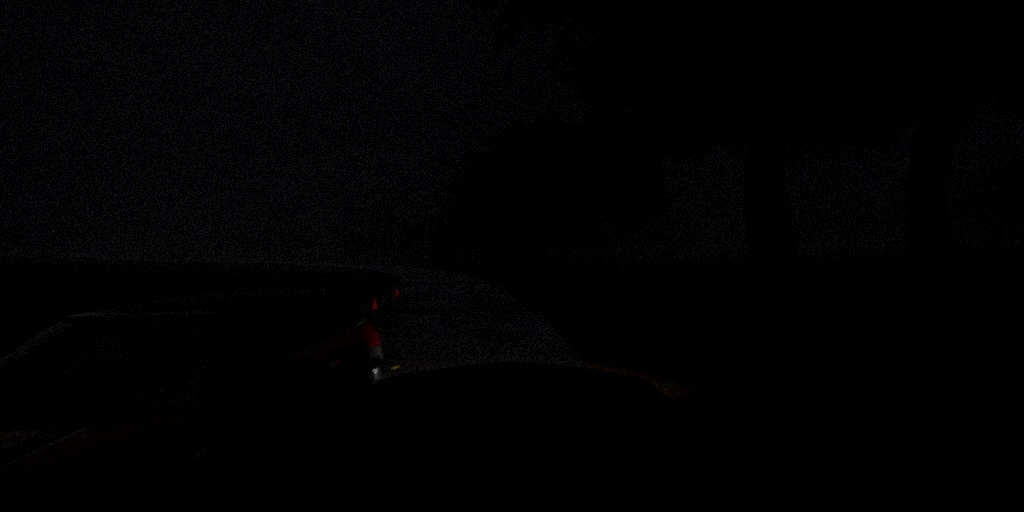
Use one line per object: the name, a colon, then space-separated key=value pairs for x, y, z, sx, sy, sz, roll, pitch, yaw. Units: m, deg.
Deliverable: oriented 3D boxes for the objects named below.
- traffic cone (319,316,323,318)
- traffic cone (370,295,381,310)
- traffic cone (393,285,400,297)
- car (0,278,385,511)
traffic cone: x=-4.987 y=1.814 z=9.377 sx=0.340 sy=0.580 sz=0.340 roll=0 pitch=0 yaw=-4
traffic cone: x=-5.428 y=1.832 z=14.225 sx=0.340 sy=0.580 sz=0.340 roll=0 pitch=0 yaw=-7
traffic cone: x=-6.107 y=1.852 z=19.046 sx=0.340 sy=0.580 sz=0.340 roll=0 pitch=0 yaw=-9
car: x=-2.754 y=1.150 z=2.953 sx=2.097 sy=1.767 sz=4.553 roll=-1 pitch=0 yaw=-1
